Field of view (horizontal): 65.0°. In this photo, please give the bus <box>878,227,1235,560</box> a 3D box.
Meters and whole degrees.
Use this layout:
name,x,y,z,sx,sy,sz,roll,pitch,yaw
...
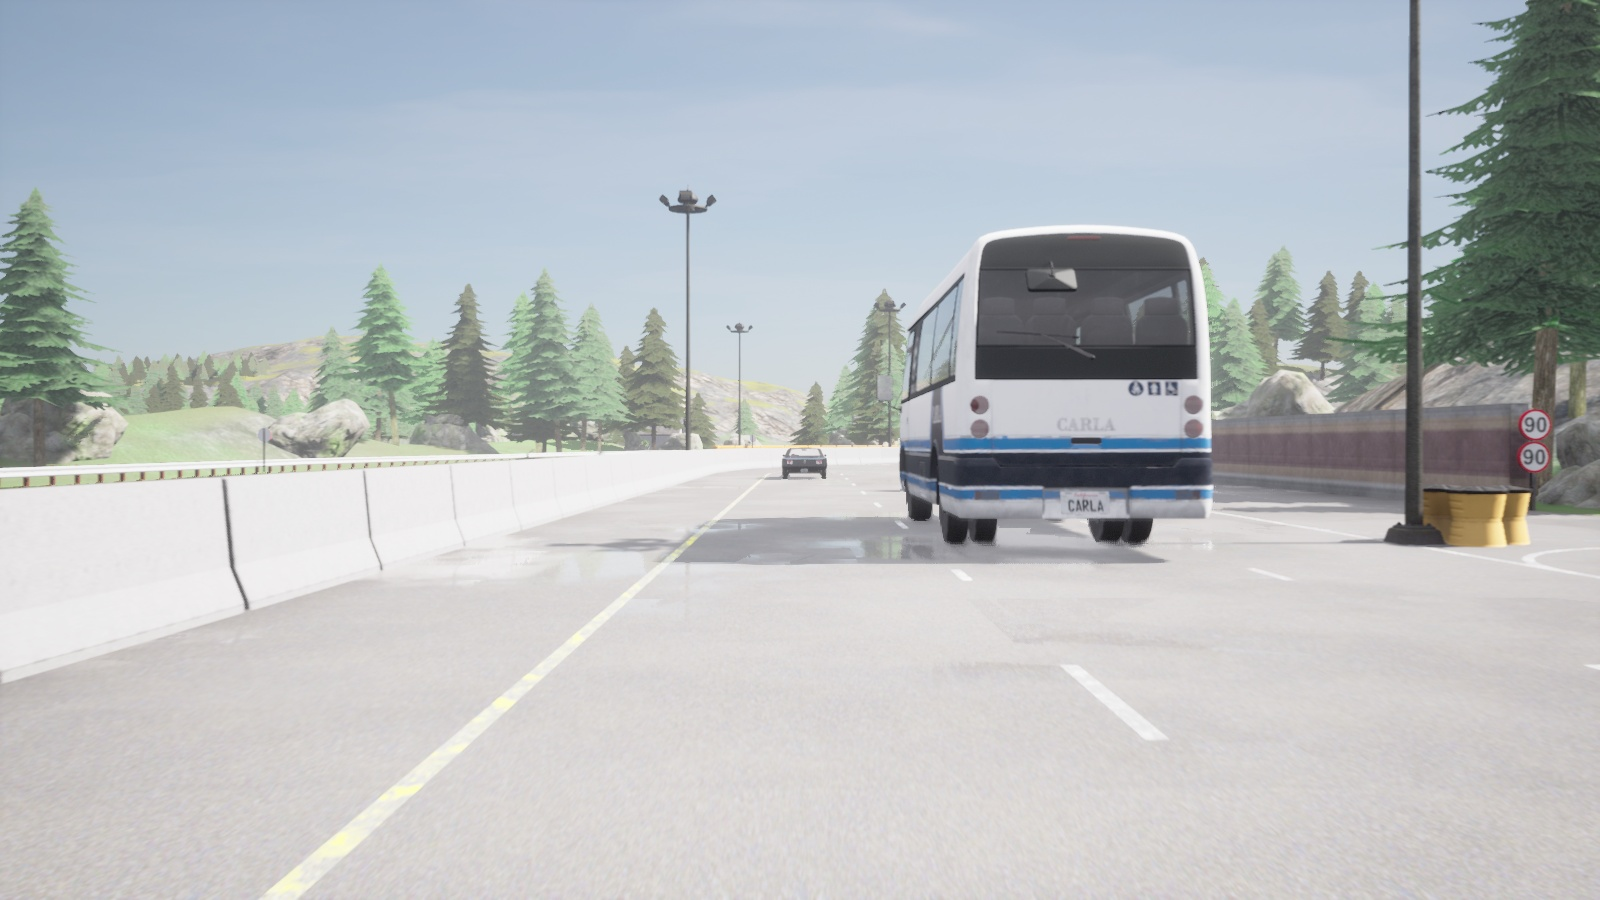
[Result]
name,x,y,z,sx,sy,sz,roll,pitch,yaw
bus,3.592,-0.747,21.186,3.944,4.253,10.273,0,0,0

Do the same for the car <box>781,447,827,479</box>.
name,x,y,z,sx,sy,sz,roll,pitch,yaw
car,0.193,0.542,54.085,1.895,1.301,4.718,0,0,0
